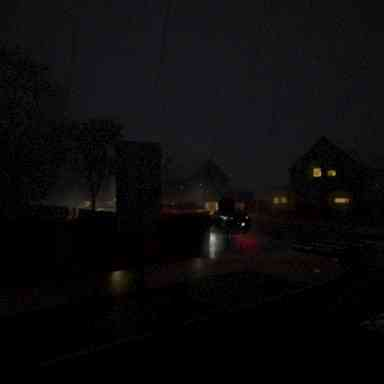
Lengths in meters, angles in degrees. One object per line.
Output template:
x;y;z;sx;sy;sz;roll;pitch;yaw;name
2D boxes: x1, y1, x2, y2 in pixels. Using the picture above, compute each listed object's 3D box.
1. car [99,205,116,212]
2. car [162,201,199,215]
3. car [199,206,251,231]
-10.163;2.355;40.907;1.812;1.442;4.674;-1;-1;-30;car
-0.607;1.670;24.568;2.150;2.045;5.566;-1;0;-30;car
2.449;1.908;23.901;1.837;1.490;4.892;-1;-1;-21;car
